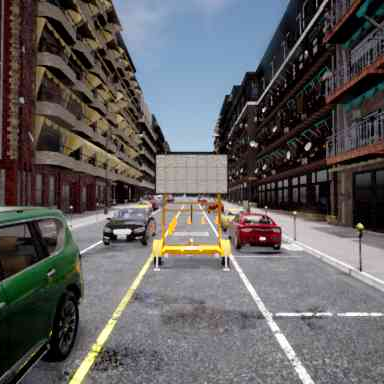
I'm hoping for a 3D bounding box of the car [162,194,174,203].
[{"bbox_3d":[-5.383,1.516,75.191,2.192,1.841,5.009,1,0,0],"label":"car"}]

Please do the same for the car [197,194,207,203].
[{"bbox_3d":[2.456,1.541,80.673,2.192,1.841,5.009,1,0,0],"label":"car"}]

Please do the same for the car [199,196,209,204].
[{"bbox_3d":[2.509,1.616,69.610,1.967,1.590,4.097,1,0,0],"label":"car"}]

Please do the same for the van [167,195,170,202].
[{"bbox_3d":[-5.362,1.472,58.601,1.690,1.788,3.998,1,0,0],"label":"van"}]

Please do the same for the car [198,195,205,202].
[{"bbox_3d":[2.513,1.676,58.548,1.887,1.381,4.507,1,0,0],"label":"car"}]

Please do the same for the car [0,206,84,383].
[{"bbox_3d":[-2.745,1.224,3.005,2.150,2.045,5.566,0,0,0],"label":"car"}]

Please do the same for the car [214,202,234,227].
[{"bbox_3d":[2.562,1.551,20.004,1.752,1.417,4.829,1,0,0],"label":"car"}]

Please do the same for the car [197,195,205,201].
[{"bbox_3d":[2.439,1.723,91.735,1.967,1.590,4.097,1,0,0],"label":"car"}]

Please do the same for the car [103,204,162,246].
[{"bbox_3d":[-2.771,1.509,15.510,2.128,1.511,4.902,0,0,0],"label":"car"}]

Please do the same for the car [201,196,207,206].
[{"bbox_3d":[2.534,1.628,41.956,2.008,1.369,4.403,1,0,0],"label":"car"}]

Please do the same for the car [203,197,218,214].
[{"bbox_3d":[2.541,1.608,36.425,1.887,1.381,4.507,1,0,0],"label":"car"}]

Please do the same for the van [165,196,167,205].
[{"bbox_3d":[-5.355,1.452,53.069,1.690,1.788,3.998,2,0,0],"label":"van"}]

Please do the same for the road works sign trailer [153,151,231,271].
[{"bbox_3d":[-0.012,0.475,10.965,2.380,3.560,2.880,0,0,0],"label":"road works sign trailer"}]

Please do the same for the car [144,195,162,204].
[{"bbox_3d":[-5.340,1.392,42.010,2.192,1.841,5.009,2,0,0],"label":"car"}]

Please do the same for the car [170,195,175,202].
[{"bbox_3d":[-5.376,1.492,69.661,2.192,1.841,5.009,1,0,0],"label":"car"}]

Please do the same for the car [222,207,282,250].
[{"bbox_3d":[2.569,1.561,14.302,1.887,1.381,4.507,1,0,0],"label":"car"}]

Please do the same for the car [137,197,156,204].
[{"bbox_3d":[-5.338,1.588,36.308,1.752,1.417,4.829,2,0,0],"label":"car"}]

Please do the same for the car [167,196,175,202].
[{"bbox_3d":[-5.403,1.819,86.253,1.947,1.339,4.313,1,0,0],"label":"car"}]
